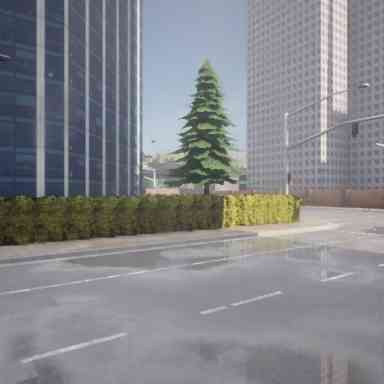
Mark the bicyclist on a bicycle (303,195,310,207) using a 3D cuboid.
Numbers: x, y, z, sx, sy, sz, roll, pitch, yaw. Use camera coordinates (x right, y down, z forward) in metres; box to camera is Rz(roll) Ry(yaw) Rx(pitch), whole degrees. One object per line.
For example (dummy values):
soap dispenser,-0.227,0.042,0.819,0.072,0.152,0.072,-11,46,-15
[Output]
bicyclist on a bicycle,16.302,1.301,47.409,1.656,1.620,0.582,0,0,-35
